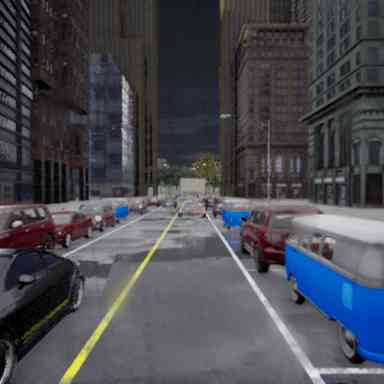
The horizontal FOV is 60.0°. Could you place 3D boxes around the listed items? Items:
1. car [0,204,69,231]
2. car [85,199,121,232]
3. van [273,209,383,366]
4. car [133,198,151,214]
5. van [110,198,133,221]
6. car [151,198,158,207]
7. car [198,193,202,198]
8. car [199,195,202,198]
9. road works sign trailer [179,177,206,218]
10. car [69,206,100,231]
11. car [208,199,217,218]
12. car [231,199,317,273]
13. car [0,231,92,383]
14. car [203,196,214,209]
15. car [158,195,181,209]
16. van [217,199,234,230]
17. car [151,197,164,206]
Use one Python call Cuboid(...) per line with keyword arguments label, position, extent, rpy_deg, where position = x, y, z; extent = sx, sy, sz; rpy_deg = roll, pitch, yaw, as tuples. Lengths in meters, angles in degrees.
Cuboid(label="car", position=(-5.779, 1.321, 9.897), extent=(2.192, 1.841, 5.009), rpy_deg=(-1, 0, 0))
Cuboid(label="car", position=(-5.781, 1.449, 19.669), extent=(1.967, 1.590, 4.097), rpy_deg=(-1, 0, 0))
Cuboid(label="van", position=(2.768, 1.344, 5.607), extent=(1.690, 1.788, 3.998), rpy_deg=(-1, 0, 0))
Cuboid(label="car", position=(-5.787, 1.453, 34.507), extent=(1.967, 1.590, 4.097), rpy_deg=(-1, 0, 0))
Cuboid(label="van", position=(-5.784, 1.352, 24.556), extent=(1.690, 1.788, 3.998), rpy_deg=(-1, 0, 0))
Cuboid(label="car", position=(-5.791, 1.556, 50.641), extent=(1.887, 1.381, 4.507), rpy_deg=(-1, 0, 0))
Cuboid(label="car", position=(2.729, 1.521, 67.122), extent=(1.752, 1.417, 4.829), rpy_deg=(-1, 0, 0))
Cuboid(label="car", position=(2.732, 1.557, 56.546), extent=(2.008, 1.369, 4.403), rpy_deg=(-1, 0, 0))
Cuboid(label="road works sign trailer", position=(0.042, 0.443, 29.720), extent=(2.380, 3.560, 2.880), rpy_deg=(1, 0, -1))
Cuboid(label="car", position=(-5.778, 1.552, 14.784), extent=(1.887, 1.381, 4.507), rpy_deg=(-1, 0, 0))
Cuboid(label="car", position=(2.742, 1.593, 30.533), extent=(1.802, 1.307, 4.206), rpy_deg=(-1, 0, 0))
Cuboid(label="car", position=(2.772, 1.320, 10.694), extent=(2.192, 1.841, 5.009), rpy_deg=(-1, 0, 0))
Cuboid(label="car", position=(-3.094, 1.567, 4.883), extent=(1.994, 1.385, 4.181), rpy_deg=(0, 0, 0))
Cuboid(label="car", position=(2.736, 1.578, 46.140), extent=(1.947, 1.339, 4.313), rpy_deg=(-1, 0, 0))
Cuboid(label="car", position=(-3.096, 1.503, 46.045), extent=(2.128, 1.511, 4.902), rpy_deg=(0, 0, 0))
Cuboid(label="van", position=(2.780, 1.350, 20.870), extent=(1.690, 1.788, 3.998), rpy_deg=(-1, 0, 0))
Cuboid(label="car", position=(-5.793, 1.590, 56.019), extent=(1.802, 1.307, 4.206), rpy_deg=(-1, 0, 0))
